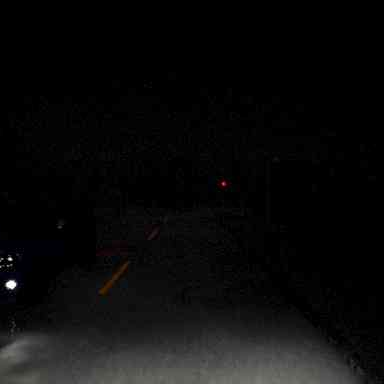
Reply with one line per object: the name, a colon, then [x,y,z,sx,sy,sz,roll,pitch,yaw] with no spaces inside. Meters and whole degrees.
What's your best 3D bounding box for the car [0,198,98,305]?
car: [-4.056,1.194,8.361,2.150,2.045,5.566,0,0,0]
